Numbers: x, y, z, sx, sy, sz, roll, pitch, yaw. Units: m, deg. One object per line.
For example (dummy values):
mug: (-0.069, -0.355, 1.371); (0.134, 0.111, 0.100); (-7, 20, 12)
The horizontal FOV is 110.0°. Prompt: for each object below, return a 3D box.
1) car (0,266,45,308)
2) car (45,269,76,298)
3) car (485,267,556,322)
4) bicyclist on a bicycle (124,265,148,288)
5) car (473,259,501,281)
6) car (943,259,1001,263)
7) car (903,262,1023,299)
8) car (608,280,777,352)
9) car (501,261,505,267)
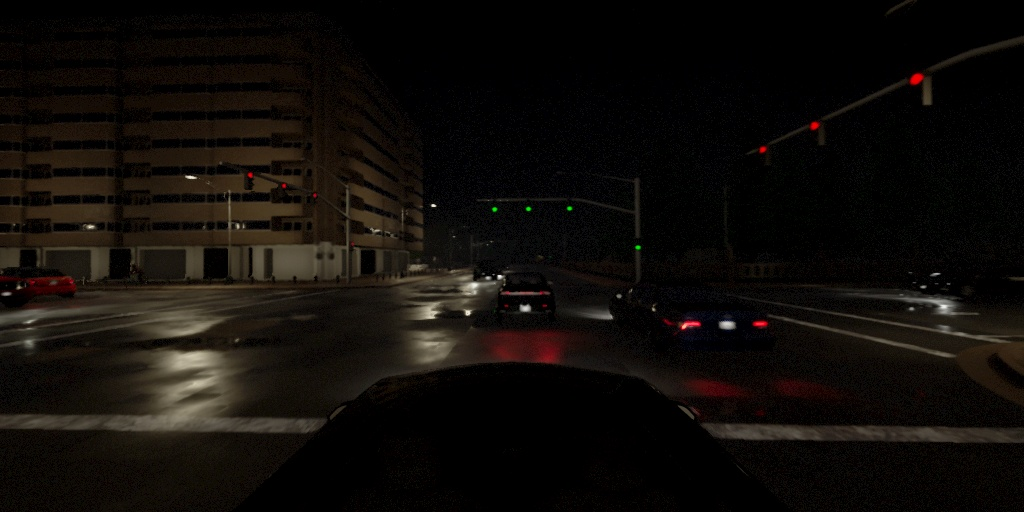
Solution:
car: (-23.659, 1.237, 14.935); (5.566, 2.045, 2.150); (0, -1, 2)
car: (-25.931, 1.425, 18.711); (4.553, 1.767, 2.097); (0, -1, 2)
car: (0.451, 1.319, 12.639); (2.128, 1.511, 4.902); (0, -1, 2)
bicyclist on a bicycle: (-27.290, 1.463, 26.043); (0.582, 1.620, 1.656); (0, 0, 2)
car: (-2.584, 1.359, 36.219); (2.150, 2.045, 5.566); (0, -1, 2)
car: (24.801, 1.051, 19.815); (4.553, 1.767, 2.097); (-1, -1, 9)
car: (21.882, 1.192, 16.723); (4.892, 1.490, 1.837); (-1, -1, 7)
car: (3.846, 1.298, 8.796); (2.033, 1.411, 5.357); (0, -1, 2)
car: (-2.266, 1.780, 47.261); (1.812, 1.442, 4.674); (0, 0, 2)
